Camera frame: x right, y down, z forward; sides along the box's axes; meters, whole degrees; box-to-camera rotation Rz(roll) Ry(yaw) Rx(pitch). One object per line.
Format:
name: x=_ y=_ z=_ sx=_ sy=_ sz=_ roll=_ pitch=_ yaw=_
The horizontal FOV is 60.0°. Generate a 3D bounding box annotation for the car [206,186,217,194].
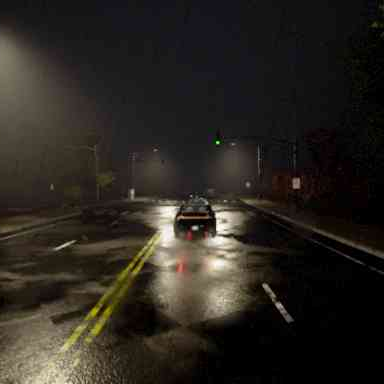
car: x=4.892 y=-0.516 z=84.826 sx=2.150 sy=2.045 sz=5.566 roll=0 pitch=1 yaw=7

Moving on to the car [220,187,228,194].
car: x=8.161 y=-0.389 z=84.816 sx=2.097 sy=1.767 sz=4.553 roll=0 pitch=1 yaw=7

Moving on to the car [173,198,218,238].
car: x=0.182 y=1.194 z=15.756 sx=2.128 sy=1.511 sz=4.902 roll=0 pitch=1 yaw=2

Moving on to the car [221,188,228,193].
car: x=9.403 y=-0.454 z=94.683 sx=1.812 sy=1.442 sz=4.674 roll=0 pitch=1 yaw=8

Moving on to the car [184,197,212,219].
car: x=0.486 y=1.125 z=24.986 sx=1.895 sy=1.301 sz=4.718 roll=0 pitch=1 yaw=2

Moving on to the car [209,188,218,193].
car: x=6.181 y=-0.444 z=95.105 sx=2.033 sy=1.411 sz=5.357 roll=0 pitch=1 yaw=8

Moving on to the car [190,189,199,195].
car: x=0.648 y=-0.001 z=76.109 sx=2.033 sy=1.411 sz=5.357 roll=0 pitch=1 yaw=6
